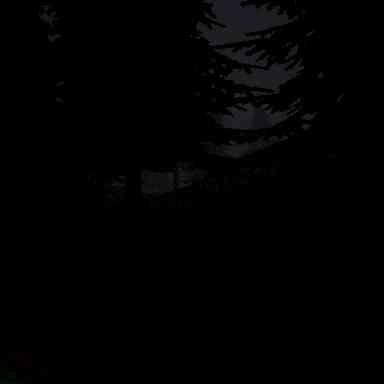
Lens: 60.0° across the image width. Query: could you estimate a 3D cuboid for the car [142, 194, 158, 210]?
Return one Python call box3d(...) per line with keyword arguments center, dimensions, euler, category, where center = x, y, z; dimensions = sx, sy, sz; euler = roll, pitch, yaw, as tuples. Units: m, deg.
box3d(center=(-6.438, 1.206, 39.240), dimensions=(2.150, 2.045, 5.566), euler=(0, 0, 37), category="car")
